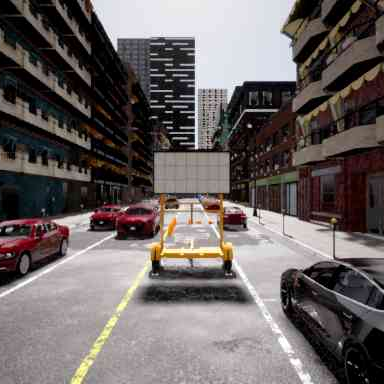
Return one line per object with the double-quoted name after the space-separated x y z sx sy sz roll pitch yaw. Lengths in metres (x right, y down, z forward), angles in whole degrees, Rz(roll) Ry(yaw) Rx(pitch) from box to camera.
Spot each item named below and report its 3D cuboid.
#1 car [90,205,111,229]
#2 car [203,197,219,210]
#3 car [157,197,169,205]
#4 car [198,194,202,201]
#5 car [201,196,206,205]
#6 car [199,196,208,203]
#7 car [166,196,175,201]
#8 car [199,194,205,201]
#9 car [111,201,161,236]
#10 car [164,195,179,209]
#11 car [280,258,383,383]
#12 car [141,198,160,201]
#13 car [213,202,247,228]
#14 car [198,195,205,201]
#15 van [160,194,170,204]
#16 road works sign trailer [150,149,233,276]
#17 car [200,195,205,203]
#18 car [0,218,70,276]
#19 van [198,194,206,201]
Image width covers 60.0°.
-5.317 1.554 21.752 1.887 1.381 4.507 1 0 0 "car"
2.555 1.607 38.836 1.802 1.307 4.206 1 0 0 "car"
-5.336 1.598 61.581 1.887 1.381 4.507 1 0 0 "car"
2.542 1.588 67.454 1.752 1.417 4.829 0 0 0 "car"
2.553 1.576 44.527 1.887 1.381 4.507 1 0 0 "car"
2.539 1.656 72.973 1.802 1.307 4.206 0 0 0 "car"
-5.346 1.643 84.340 1.887 1.381 4.507 0 0 0 "car"
2.547 1.570 56.075 1.752 1.417 4.829 0 0 0 "car"
-2.858 1.485 18.551 1.882 1.535 5.008 0 0 0 "car"
-2.771 1.558 45.581 1.812 1.442 4.674 0 0 0 "car"
2.570 1.567 4.699 1.947 1.339 4.313 1 0 0 "car"
-5.325 1.576 38.822 2.008 1.369 4.403 1 0 0 "car"
2.562 1.591 21.767 1.802 1.307 4.206 1 0 0 "car"
2.532 1.638 90.213 1.752 1.417 4.829 0 0 0 "car"
-5.336 1.404 67.270 1.690 1.788 3.998 1 0 0 "van"
-0.005 0.467 10.377 2.380 3.560 2.880 0 0 0 "road works sign trailer"
2.550 1.582 50.216 1.887 1.381 4.507 1 0 0 "car"
-5.312 1.548 10.373 1.887 1.381 4.507 1 0 0 "car"
2.536 1.440 84.353 1.690 1.788 3.998 0 0 0 "van"
